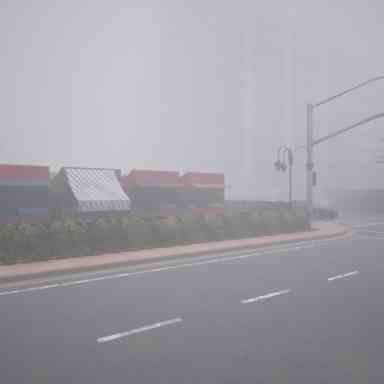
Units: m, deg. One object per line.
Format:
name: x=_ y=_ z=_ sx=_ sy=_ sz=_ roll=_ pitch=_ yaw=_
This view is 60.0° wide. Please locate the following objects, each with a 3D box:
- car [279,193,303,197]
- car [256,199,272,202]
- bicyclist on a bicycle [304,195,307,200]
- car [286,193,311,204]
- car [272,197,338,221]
car: x=16.573 y=1.114 z=57.383 sx=1.905 sy=1.878 sz=3.866 roll=0 pitch=0 yaw=-36
car: x=7.878 y=1.471 z=34.998 sx=1.812 sy=1.442 sz=4.674 roll=0 pitch=0 yaw=-36
bicyclist on a bicycle: x=15.497 y=1.246 z=44.900 sx=1.656 sy=1.620 sz=0.582 roll=0 pitch=0 yaw=-36
car: x=18.964 y=1.114 z=59.095 sx=1.905 sy=1.878 sz=3.866 roll=0 pitch=0 yaw=-36
car: x=9.327 y=1.422 z=27.015 sx=1.882 sy=1.535 sz=5.008 roll=0 pitch=0 yaw=-36
